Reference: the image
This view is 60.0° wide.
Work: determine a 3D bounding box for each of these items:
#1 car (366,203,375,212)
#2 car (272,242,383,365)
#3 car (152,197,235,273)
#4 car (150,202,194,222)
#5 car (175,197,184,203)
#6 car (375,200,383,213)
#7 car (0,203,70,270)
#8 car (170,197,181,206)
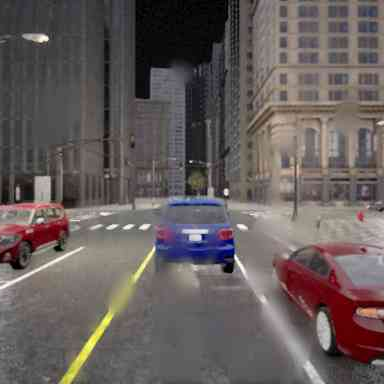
[{"bbox_3d":[22.784,1.577,38.480,4.902,1.511,2.128,0,-1,0],"label":"car"},{"bbox_3d":[2.673,1.561,5.931,1.887,1.381,4.507,0,0,0],"label":"car"},{"bbox_3d":[0.085,1.249,10.879,2.150,2.045,5.566,0,-1,0],"label":"car"},{"bbox_3d":[-1.843,1.591,28.294,2.033,1.411,5.357,0,-1,-23],"label":"car"},{"bbox_3d":[-2.958,1.849,77.588,1.837,1.490,4.892,0,0,0],"label":"car"},{"bbox_3d":[22.907,1.599,35.232,5.357,1.411,2.033,0,-1,0],"label":"car"},{"bbox_3d":[-5.851,1.347,11.393,2.192,1.841,5.009,0,0,0],"label":"car"},{"bbox_3d":[-2.989,1.732,61.483,1.882,1.535,5.008,0,0,0],"label":"car"}]
